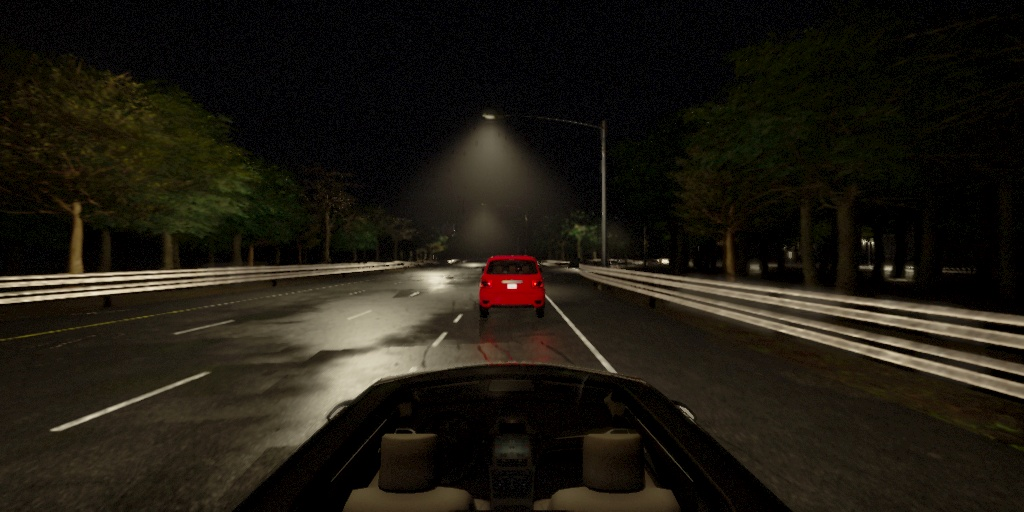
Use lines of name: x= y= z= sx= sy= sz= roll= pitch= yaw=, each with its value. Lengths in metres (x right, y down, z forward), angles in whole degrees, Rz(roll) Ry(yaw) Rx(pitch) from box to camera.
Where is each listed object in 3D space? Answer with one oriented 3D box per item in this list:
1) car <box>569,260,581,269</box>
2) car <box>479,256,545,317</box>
car: x=11.265 y=1.446 z=61.837 sx=1.837 sy=1.490 sz=4.892 roll=-1 pitch=-1 yaw=30
car: x=0.003 y=1.032 z=13.534 sx=2.150 sy=2.045 sz=5.566 roll=0 pitch=0 yaw=0
